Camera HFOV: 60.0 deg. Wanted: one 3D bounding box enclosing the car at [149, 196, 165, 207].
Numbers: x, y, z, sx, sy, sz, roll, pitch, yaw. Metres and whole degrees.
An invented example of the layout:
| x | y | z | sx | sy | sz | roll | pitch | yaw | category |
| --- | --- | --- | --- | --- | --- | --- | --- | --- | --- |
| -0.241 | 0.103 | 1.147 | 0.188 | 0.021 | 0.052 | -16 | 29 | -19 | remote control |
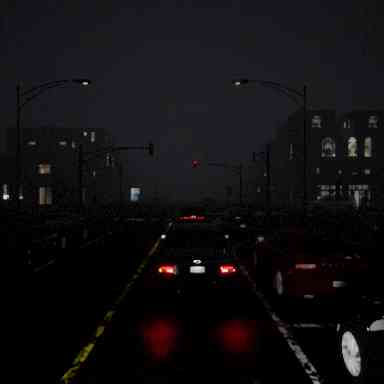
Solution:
| x | y | z | sx | sy | sz | roll | pitch | yaw | category |
| --- | --- | --- | --- | --- | --- | --- | --- | --- | --- |
| -5.739 | 1.622 | 52.084 | 1.802 | 1.307 | 4.206 | 0 | 0 | 0 | car |

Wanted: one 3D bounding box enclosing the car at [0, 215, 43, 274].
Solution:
| x | y | z | sx | sy | sz | roll | pitch | yaw | category |
| --- | --- | --- | --- | --- | --- | --- | --- | --- | --- |
| -5.693 | 1.446 | 8.314 | 1.967 | 1.590 | 4.097 | 0 | 0 | 0 | car |

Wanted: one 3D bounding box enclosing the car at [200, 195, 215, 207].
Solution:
| x | y | z | sx | sy | sz | roll | pitch | yaw | category |
| --- | --- | --- | --- | --- | --- | --- | --- | --- | --- |
| 2.641 | 1.606 | 52.080 | 1.947 | 1.339 | 4.313 | 0 | 0 | 0 | car |

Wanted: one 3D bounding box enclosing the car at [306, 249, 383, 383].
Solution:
| x | y | z | sx | sy | sz | roll | pitch | yaw | category |
| --- | --- | --- | --- | --- | --- | --- | --- | --- | --- |
| 2.692 | 1.553 | 2.614 | 2.008 | 1.369 | 4.403 | 0 | 0 | 0 | car |

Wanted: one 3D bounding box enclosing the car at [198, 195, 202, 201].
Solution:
| x | y | z | sx | sy | sz | roll | pitch | yaw | category |
| --- | --- | --- | --- | --- | --- | --- | --- | --- | --- |
| 2.630 | 1.631 | 63.122 | 1.802 | 1.307 | 4.206 | 0 | 0 | 0 | car |

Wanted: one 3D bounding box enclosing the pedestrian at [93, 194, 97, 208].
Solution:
| x | y | z | sx | sy | sz | roll | pitch | yaw | category |
| --- | --- | --- | --- | --- | --- | --- | --- | --- | --- |
| -12.595 | 1.162 | 43.211 | 0.375 | 1.860 | 0.375 | 0 | -1 | 1 | pedestrian |

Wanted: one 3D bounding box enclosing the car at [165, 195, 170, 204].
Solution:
| x | y | z | sx | sy | sz | roll | pitch | yaw | category |
| --- | --- | --- | --- | --- | --- | --- | --- | --- | --- |
| -5.751 | 1.600 | 63.128 | 2.008 | 1.369 | 4.403 | 0 | 0 | 0 | car |

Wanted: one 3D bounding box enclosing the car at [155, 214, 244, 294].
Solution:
| x | y | z | sx | sy | sz | roll | pitch | yaw | category |
| --- | --- | --- | --- | --- | --- | --- | --- | --- | --- |
| 0.091 | 1.554 | 8.963 | 2.033 | 1.411 | 5.357 | 0 | 0 | 0 | car |

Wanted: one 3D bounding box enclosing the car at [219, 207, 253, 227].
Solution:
| x | y | z | sx | sy | sz | roll | pitch | yaw | category |
| --- | --- | --- | --- | --- | --- | --- | --- | --- | --- |
| 2.675 | 1.566 | 19.690 | 2.008 | 1.369 | 4.403 | 0 | 0 | 0 | car |

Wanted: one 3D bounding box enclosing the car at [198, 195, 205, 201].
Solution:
| x | y | z | sx | sy | sz | roll | pitch | yaw | category |
| --- | --- | --- | --- | --- | --- | --- | --- | --- | --- |
| 2.602 | 1.516 | 90.733 | 1.967 | 1.590 | 4.097 | 0 | 0 | 0 | car |

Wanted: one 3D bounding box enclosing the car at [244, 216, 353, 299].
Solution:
| x | y | z | sx | sy | sz | roll | pitch | yaw | category |
| --- | --- | --- | --- | --- | --- | --- | --- | --- | --- |
| 2.686 | 1.551 | 8.306 | 1.887 | 1.381 | 4.507 | 0 | 0 | 0 | car |

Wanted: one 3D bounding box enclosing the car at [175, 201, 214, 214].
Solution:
| x | y | z | sx | sy | sz | roll | pitch | yaw | category |
| --- | --- | --- | --- | --- | --- | --- | --- | --- | --- |
| 0.080 | 1.519 | 19.484 | 1.837 | 1.490 | 4.892 | 0 | 0 | 0 | car |

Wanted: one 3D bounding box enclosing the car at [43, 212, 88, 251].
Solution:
| x | y | z | sx | sy | sz | roll | pitch | yaw | category |
| --- | --- | --- | --- | --- | --- | --- | --- | --- | --- |
| -5.700 | 1.561 | 14.006 | 2.008 | 1.369 | 4.403 | 0 | 0 | 0 | car |

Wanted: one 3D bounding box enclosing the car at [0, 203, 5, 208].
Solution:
| x | y | z | sx | sy | sz | roll | pitch | yaw | category |
| --- | --- | --- | --- | --- | --- | --- | --- | --- | --- |
| -25.492 | 1.473 | 40.453 | 4.829 | 1.417 | 1.752 | 0 | -1 | 1 | car |

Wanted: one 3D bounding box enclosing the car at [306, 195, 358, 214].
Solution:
| x | y | z | sx | sy | sz | roll | pitch | yaw | category |
| --- | --- | --- | --- | --- | --- | --- | --- | --- | --- |
| 15.574 | 1.339 | 37.272 | 5.566 | 2.045 | 2.150 | 0 | 0 | 1 | car |

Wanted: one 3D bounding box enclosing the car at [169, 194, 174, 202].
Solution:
| x | y | z | sx | sy | sz | roll | pitch | yaw | category |
| --- | --- | --- | --- | --- | --- | --- | --- | --- | --- |
| -5.761 | 1.499 | 74.172 | 1.967 | 1.590 | 4.097 | 0 | 0 | 0 | car |
